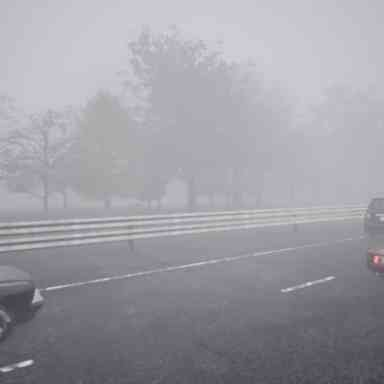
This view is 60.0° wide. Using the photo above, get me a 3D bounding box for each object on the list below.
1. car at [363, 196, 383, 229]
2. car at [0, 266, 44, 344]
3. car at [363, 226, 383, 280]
[{"bbox_3d":[10.188,1.205,15.439,5.566,2.045,2.150,0,0,-35],"label":"car"},{"bbox_3d":[-4.701,1.650,4.603,4.718,1.301,1.895,0,0,-37],"label":"car"},{"bbox_3d":[6.505,1.586,8.490,4.718,1.301,1.895,0,0,-36],"label":"car"}]
